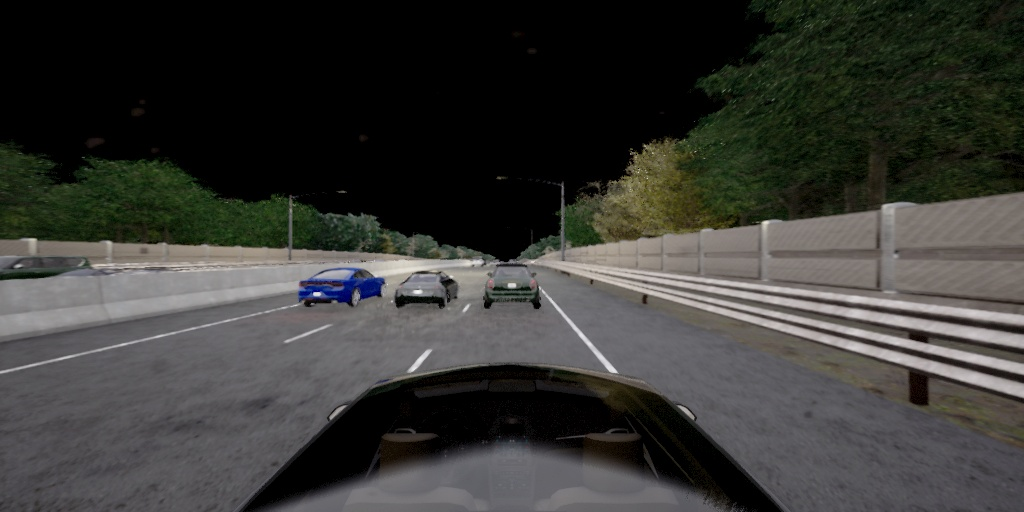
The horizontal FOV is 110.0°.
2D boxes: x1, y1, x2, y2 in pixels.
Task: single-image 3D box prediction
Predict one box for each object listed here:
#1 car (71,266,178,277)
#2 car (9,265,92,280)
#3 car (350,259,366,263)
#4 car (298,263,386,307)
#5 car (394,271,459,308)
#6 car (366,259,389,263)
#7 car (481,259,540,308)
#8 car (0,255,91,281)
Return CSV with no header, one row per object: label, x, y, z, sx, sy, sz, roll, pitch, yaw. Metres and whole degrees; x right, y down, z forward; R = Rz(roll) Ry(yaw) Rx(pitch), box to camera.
car,-17.574,1.307,17.272,1.994,1.385,4.181,0,0,0
car,-21.069,1.306,17.908,1.994,1.385,4.181,0,0,0
car,-24.511,1.307,57.332,1.837,1.490,4.892,0,0,1
car,-6.997,1.223,15.349,1.882,1.535,5.008,0,0,0
car,-3.498,1.311,15.330,1.994,1.385,4.181,0,0,0
car,-21.013,1.287,57.346,1.882,1.535,5.008,0,0,1
car,0.003,1.099,15.290,2.097,1.767,4.553,0,0,0
car,-24.568,0.965,17.904,2.150,2.045,5.566,0,0,0
